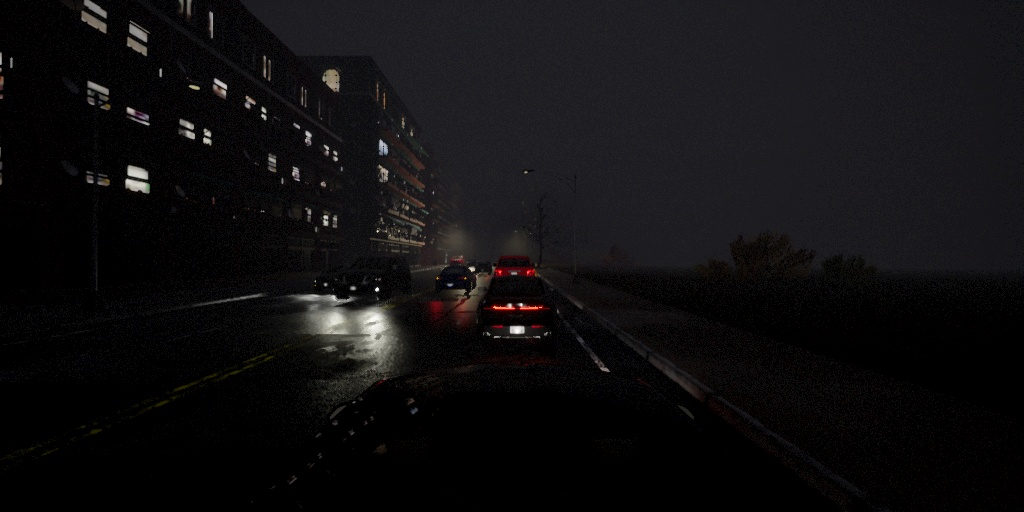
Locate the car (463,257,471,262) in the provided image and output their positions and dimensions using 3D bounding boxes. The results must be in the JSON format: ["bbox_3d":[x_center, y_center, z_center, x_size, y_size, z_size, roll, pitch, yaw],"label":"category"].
[{"bbox_3d":[-6.535,1.121,61.070,2.097,1.767,4.553,0,0,0],"label":"car"}]

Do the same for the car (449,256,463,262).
[{"bbox_3d":[-9.762,0.990,64.017,2.150,2.045,5.566,0,0,1],"label":"car"}]

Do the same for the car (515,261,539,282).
[{"bbox_3d":[1.157,1.218,30.482,1.801,1.575,5.366,0,0,0],"label":"car"}]

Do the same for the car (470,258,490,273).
[{"bbox_3d":[-3.123,1.257,40.241,2.128,1.511,4.902,0,0,0],"label":"car"}]

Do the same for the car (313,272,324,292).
[{"bbox_3d":[-9.837,1.264,21.338,1.837,1.490,4.892,0,0,0],"label":"car"}]

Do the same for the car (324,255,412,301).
[{"bbox_3d":[-6.589,0.979,17.627,2.150,2.045,5.566,0,0,0],"label":"car"}]

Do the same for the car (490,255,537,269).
[{"bbox_3d":[0.112,0.980,20.075,2.150,2.045,5.566,0,0,0],"label":"car"}]

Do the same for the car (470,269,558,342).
[{"bbox_3d":[0.107,1.259,9.727,1.837,1.490,4.892,0,0,0],"label":"car"}]

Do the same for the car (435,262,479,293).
[{"bbox_3d":[-3.138,1.284,20.503,1.812,1.442,4.674,0,0,0],"label":"car"}]
